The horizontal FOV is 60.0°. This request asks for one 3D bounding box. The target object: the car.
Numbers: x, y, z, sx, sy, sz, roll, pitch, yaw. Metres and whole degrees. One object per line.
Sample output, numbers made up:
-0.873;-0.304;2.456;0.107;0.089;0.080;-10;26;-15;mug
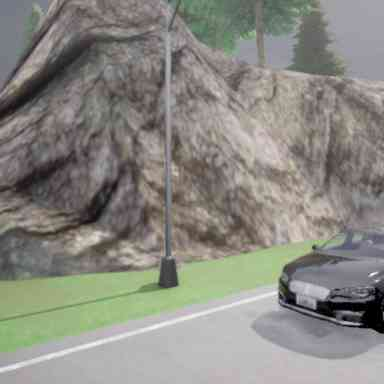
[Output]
3.808;1.508;6.850;4.902;1.511;2.128;0;0;-37;car
